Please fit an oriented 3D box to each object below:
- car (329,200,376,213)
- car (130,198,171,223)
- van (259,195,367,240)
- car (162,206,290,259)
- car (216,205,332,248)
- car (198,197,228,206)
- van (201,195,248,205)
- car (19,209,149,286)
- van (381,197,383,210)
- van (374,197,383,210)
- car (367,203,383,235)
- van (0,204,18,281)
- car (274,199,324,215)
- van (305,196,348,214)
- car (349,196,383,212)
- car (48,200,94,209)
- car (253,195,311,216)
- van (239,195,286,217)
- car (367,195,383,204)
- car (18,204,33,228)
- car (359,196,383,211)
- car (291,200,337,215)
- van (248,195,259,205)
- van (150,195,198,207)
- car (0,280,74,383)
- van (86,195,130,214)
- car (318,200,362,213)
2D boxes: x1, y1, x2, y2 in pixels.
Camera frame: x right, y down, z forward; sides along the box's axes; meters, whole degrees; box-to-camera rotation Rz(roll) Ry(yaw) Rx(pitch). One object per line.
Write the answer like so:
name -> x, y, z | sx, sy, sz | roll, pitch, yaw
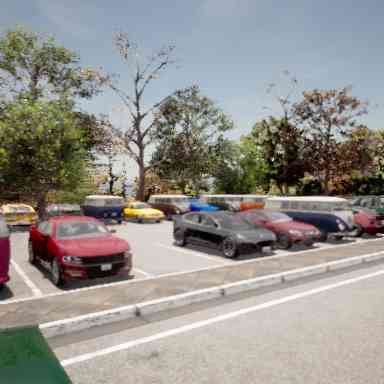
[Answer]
car -> 20.695, 1.800, 43.037 | 2.097, 1.535, 5.008 | 1, -1, -35
car -> -4.002, 1.468, 25.228 | 1.946, 1.575, 5.366 | 0, 0, -35
van -> 5.669, 1.241, 16.141 | 1.878, 1.987, 4.442 | 0, 0, -35
car -> 1.095, 1.505, 12.990 | 2.163, 1.488, 4.792 | 0, 0, -35
car -> 3.339, 1.511, 14.628 | 2.002, 1.452, 4.674 | 0, 0, -35
car -> 0.399, 1.463, 28.595 | 2.097, 1.535, 5.008 | 0, 0, -35
van -> 2.605, 1.249, 30.016 | 1.878, 1.987, 4.442 | 0, 0, -35
car -> -3.447, 1.483, 9.798 | 2.097, 1.535, 5.008 | 0, 0, -35
van -> 31.908, 1.777, 51.173 | 1.878, 1.987, 4.442 | 1, -1, -35
van -> 29.787, 1.736, 49.376 | 1.878, 1.987, 4.442 | 1, -1, -35
car -> 7.851, 1.493, 17.874 | 2.163, 1.488, 4.792 | 0, 0, -35
van -> -5.773, 1.262, 8.278 | 1.878, 1.987, 4.442 | 0, 0, -35
car -> 11.670, 1.638, 36.609 | 2.097, 1.535, 5.008 | 1, -1, -35
van -> 16.013, 1.492, 39.852 | 1.878, 1.987, 4.442 | 1, -1, -35
car -> 25.224, 1.630, 46.235 | 2.435, 2.045, 5.566 | 1, -1, -35
car -> -8.619, 1.481, 22.158 | 2.231, 1.521, 4.892 | 0, 0, -35
car -> 9.329, 1.345, 34.914 | 2.435, 2.045, 5.566 | 1, -1, -35
van -> 6.988, 1.330, 33.425 | 1.878, 1.987, 4.442 | 1, -1, -35
car -> 10.095, 1.223, 19.471 | 2.435, 2.045, 5.566 | 1, -1, -35
car -> -10.876, 1.484, 20.552 | 2.097, 1.535, 5.008 | 0, 0, -35
car -> 27.481, 1.670, 47.842 | 2.435, 2.045, 5.566 | 1, -1, -35
car -> 13.925, 1.719, 38.219 | 2.002, 1.452, 4.674 | 1, -1, -35
van -> 4.834, 1.291, 31.890 | 1.878, 1.987, 4.442 | 1, -1, -35
van -> -1.787, 1.241, 26.888 | 1.878, 1.987, 4.442 | 0, 0, -35
car -> -3.028, 1.603, 1.525 | 4.718, 1.301, 1.895 | 0, 0, -35
van -> -6.435, 1.250, 23.865 | 1.878, 1.987, 4.442 | 0, 0, -35
car -> 18.332, 1.798, 41.364 | 2.002, 1.452, 4.674 | 1, -1, -35
